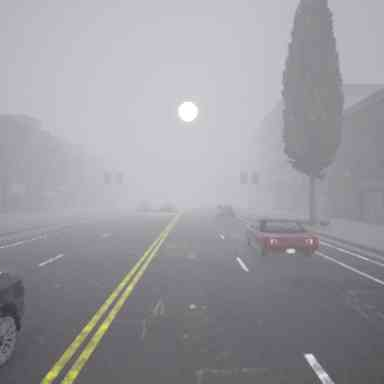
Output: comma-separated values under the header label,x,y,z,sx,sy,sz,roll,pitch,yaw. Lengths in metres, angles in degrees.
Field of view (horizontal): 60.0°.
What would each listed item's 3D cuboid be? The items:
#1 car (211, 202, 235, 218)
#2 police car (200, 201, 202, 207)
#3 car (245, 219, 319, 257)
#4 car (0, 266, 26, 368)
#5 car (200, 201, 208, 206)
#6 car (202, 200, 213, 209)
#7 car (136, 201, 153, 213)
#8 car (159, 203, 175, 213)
label,x,y,z,sx,sy,sz,roll,pitch,yaw
car,3.374,1.965,34.586,2.033,1.411,5.357,0,-1,0
police car,3.304,2.617,72.603,1.930,1.638,5.238,0,-2,0
car,3.365,1.732,13.495,1.895,1.301,4.718,0,-1,0
car,-3.346,1.517,2.919,2.128,1.511,4.902,0,-1,0
car,3.321,3.359,94.483,1.994,1.385,4.181,0,-2,0
car,3.296,2.422,61.493,1.812,1.442,4.674,0,-1,0
car,-6.546,2.102,46.321,1.837,1.490,4.892,0,-1,0
car,-3.300,2.147,45.467,1.994,1.385,4.181,0,-1,0
